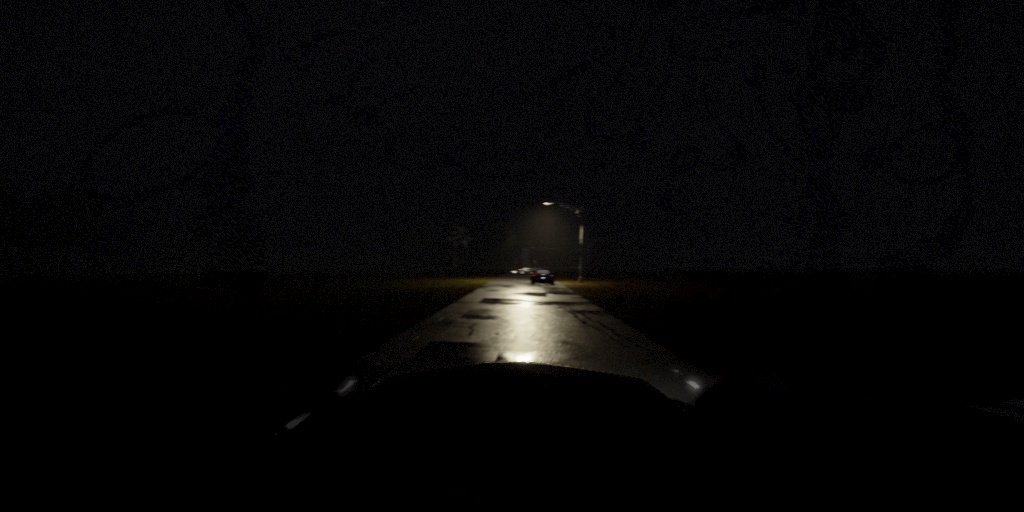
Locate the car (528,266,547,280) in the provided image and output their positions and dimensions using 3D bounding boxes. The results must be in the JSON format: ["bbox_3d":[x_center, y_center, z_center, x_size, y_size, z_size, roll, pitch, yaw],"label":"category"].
[{"bbox_3d":[2.963,1.974,42.212,2.033,1.411,5.357,2,-1,2],"label":"car"}]

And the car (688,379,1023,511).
[{"bbox_3d":[2.478,1.351,1.492,1.812,1.442,4.674,2,-1,2],"label":"car"}]

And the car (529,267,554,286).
[{"bbox_3d":[2.640,1.803,31.498,1.994,1.385,4.181,2,-1,2],"label":"car"}]
